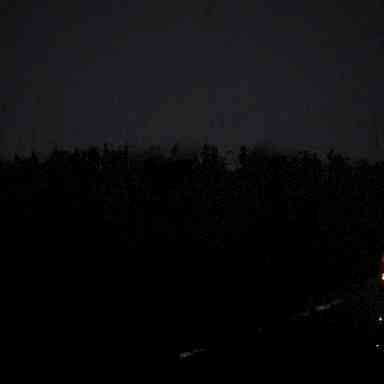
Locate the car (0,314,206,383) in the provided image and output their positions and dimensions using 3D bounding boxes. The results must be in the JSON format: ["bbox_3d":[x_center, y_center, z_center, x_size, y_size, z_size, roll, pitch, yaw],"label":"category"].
[{"bbox_3d":[-1.834,1.565,1.764,4.181,1.385,1.994,0,0,-35],"label":"car"}]

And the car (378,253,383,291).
[{"bbox_3d":[6.167,1.338,7.469,4.553,1.767,2.097,0,0,-35],"label":"car"}]
